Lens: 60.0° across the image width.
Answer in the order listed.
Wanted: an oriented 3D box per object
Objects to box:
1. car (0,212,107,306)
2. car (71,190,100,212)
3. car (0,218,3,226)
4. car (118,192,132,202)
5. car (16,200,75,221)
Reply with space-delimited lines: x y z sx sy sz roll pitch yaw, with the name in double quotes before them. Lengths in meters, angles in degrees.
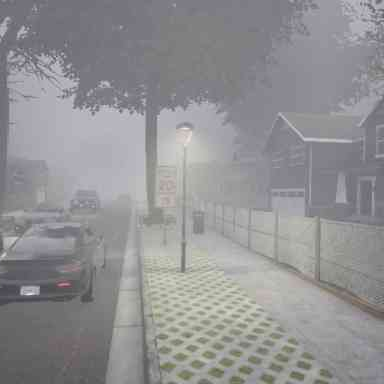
"car" -3.063 1.439 7.768 1.812 1.442 4.674 1 1 -10
"car" -9.952 0.799 31.273 2.150 2.045 5.566 1 0 -9
"car" -5.771 1.104 6.698 2.150 2.045 5.566 1 0 -10
"car" -10.515 0.800 51.926 1.837 1.490 4.892 1 1 -10
"car" -7.564 1.324 17.160 1.994 1.385 4.181 1 1 -10
